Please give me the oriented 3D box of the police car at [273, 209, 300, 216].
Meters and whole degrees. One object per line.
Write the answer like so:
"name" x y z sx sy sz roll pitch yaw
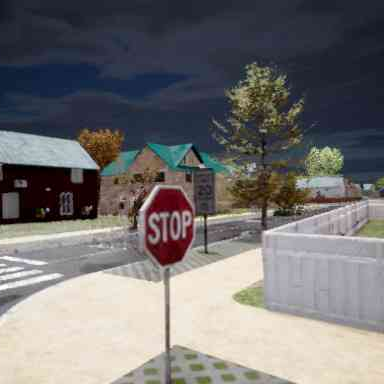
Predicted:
"police car" 10.576 1.888 37.172 2.038 1.542 4.974 -2 -1 34
